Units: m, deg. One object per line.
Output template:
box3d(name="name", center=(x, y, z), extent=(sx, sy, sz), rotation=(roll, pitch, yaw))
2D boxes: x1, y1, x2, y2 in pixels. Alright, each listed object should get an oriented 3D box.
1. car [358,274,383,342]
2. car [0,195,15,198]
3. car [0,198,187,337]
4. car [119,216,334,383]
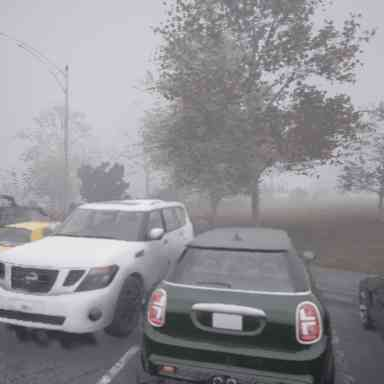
box3d(name="car", center=(3.344, 1.518, 3.768), extent=(2.163, 1.488, 4.792), rotation=(0, -1, 15))
box3d(name="car", center=(-8.851, 1.112, 12.218), extent=(2.435, 2.045, 5.566), rotation=(1, 0, 14))
box3d(name="car", center=(-1.518, 1.216, 7.146), extent=(2.435, 2.045, 5.566), rotation=(1, 0, 15))
box3d(name="car", center=(0.908, 1.357, 5.433), extent=(2.185, 1.767, 4.553), rotation=(0, -1, 15))
